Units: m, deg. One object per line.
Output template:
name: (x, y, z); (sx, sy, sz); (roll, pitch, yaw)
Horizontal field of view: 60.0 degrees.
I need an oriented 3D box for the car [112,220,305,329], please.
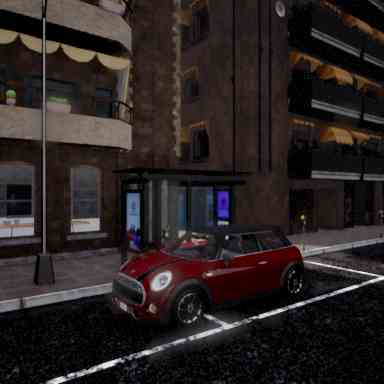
car: (0.439, 1.440, 6.887); (4.097, 1.590, 1.967); (0, 0, -36)
